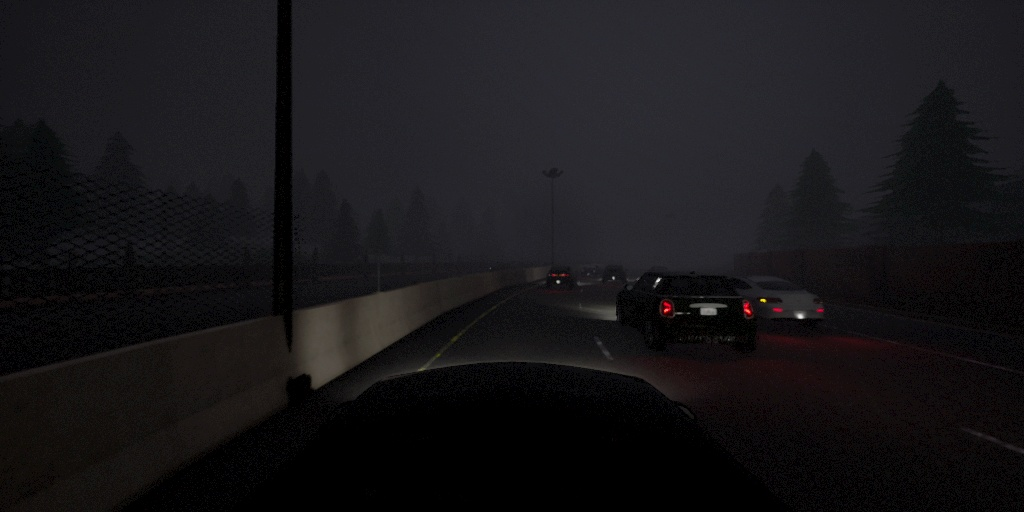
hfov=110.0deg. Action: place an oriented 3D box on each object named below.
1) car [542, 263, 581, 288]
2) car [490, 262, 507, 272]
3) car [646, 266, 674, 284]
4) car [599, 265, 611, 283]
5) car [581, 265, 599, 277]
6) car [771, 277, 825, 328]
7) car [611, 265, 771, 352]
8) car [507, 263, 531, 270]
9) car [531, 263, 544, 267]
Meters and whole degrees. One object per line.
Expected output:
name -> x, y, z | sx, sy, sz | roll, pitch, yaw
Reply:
car -> 3.651, 1.454, 25.762 | 1.837, 1.490, 4.892 | 0, -1, 15
car -> -1.392, 1.671, 51.469 | 1.837, 1.490, 4.892 | 0, -1, 28
car -> 12.521, 1.560, 30.558 | 1.994, 1.385, 4.181 | 0, -1, 19
car -> 8.762, 1.497, 30.435 | 1.837, 1.490, 4.892 | 0, -1, 19
car -> 9.256, 1.679, 40.920 | 1.895, 1.301, 4.718 | 0, -1, 25
car -> 7.919, 1.364, 11.779 | 1.812, 1.442, 4.674 | 0, 0, 7
car -> 4.155, 1.167, 9.359 | 2.097, 1.767, 4.553 | 0, -1, 5
car -> 1.838, 1.695, 50.105 | 2.033, 1.411, 5.357 | 0, -1, 28
car -> 4.752, 1.646, 48.109 | 1.837, 1.490, 4.892 | 0, -1, 28
